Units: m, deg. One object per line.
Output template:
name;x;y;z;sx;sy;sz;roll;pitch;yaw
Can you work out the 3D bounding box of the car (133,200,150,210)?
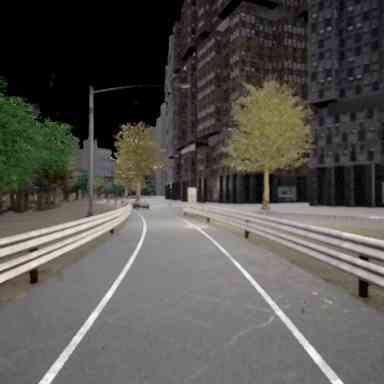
car;-7.893;1.999;51.756;2.033;1.411;5.357;0;-1;-19
